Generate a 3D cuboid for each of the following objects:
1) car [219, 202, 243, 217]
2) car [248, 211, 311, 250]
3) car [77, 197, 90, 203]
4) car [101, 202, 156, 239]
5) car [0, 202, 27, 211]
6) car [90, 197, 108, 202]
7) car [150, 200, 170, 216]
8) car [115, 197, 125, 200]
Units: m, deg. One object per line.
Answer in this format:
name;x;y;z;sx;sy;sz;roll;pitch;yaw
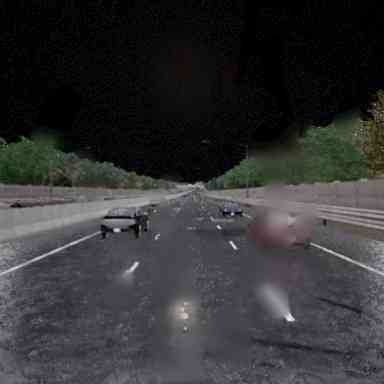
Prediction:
car;3.597;1.649;31.786;1.895;1.301;4.718;0;0;0
car;3.597;1.545;14.242;1.812;1.442;4.674;0;0;0
car;-21.006;1.673;65.265;1.994;1.385;4.181;0;0;0
car;-3.402;1.516;17.516;2.128;1.511;4.902;0;0;0
car;-14.100;1.542;25.039;1.837;1.490;4.892;0;0;0
car;-17.511;1.677;64.253;1.994;1.385;4.181;0;0;0
car;-3.403;1.556;33.311;1.837;1.490;4.892;0;0;0
car;-14.008;1.683;65.444;1.994;1.385;4.181;0;0;0
